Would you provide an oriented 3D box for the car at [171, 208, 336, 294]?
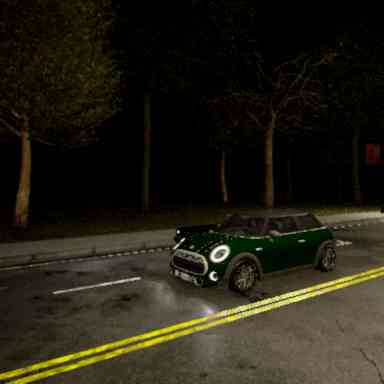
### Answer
[{"bbox_3d":[1.690,1.273,8.699,4.553,1.767,2.097,-1,1,-34],"label":"car"}]

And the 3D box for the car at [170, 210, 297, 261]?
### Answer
[{"bbox_3d":[1.683,1.493,12.632,4.718,1.301,1.895,-1,1,-34],"label":"car"}]
